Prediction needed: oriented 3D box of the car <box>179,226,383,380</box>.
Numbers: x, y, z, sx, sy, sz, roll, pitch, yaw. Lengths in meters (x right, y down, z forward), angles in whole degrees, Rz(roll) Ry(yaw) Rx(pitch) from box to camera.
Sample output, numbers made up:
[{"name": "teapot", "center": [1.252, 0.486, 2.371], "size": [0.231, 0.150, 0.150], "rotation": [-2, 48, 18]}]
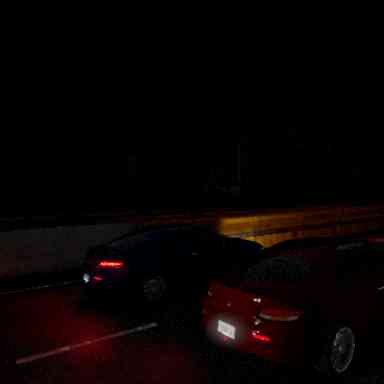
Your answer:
[{"name": "car", "center": [2.291, 1.476, 5.381], "size": [4.674, 1.442, 1.812], "rotation": [-1, 0, -36]}]

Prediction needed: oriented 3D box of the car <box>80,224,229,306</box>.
[{"name": "car", "center": [-0.218, 1.482, 7.887], "size": [4.674, 1.442, 1.812], "rotation": [-1, 0, -35]}]
